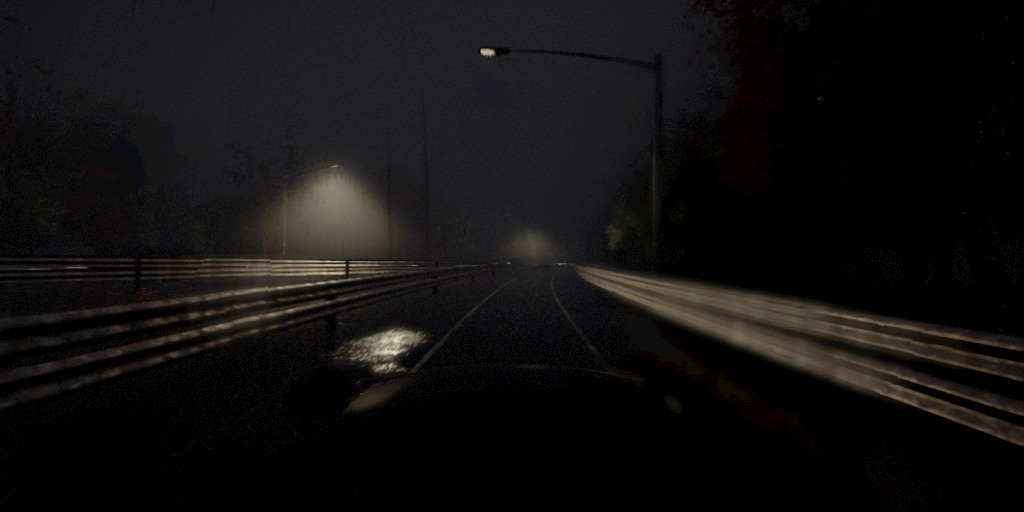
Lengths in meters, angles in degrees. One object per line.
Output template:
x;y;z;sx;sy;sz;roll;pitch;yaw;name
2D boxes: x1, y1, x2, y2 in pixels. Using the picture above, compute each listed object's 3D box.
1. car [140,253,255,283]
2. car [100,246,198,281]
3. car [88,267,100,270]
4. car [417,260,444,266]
-17.801;0.748;20.928;1.837;1.490;4.892;0;-1;23;car
-20.992;0.453;22.362;2.150;2.045;5.566;0;-1;23;car
-24.219;0.713;23.721;1.882;1.535;5.008;0;-1;23;car
-11.927;1.399;52.892;2.128;1.511;4.902;0;-1;23;car
